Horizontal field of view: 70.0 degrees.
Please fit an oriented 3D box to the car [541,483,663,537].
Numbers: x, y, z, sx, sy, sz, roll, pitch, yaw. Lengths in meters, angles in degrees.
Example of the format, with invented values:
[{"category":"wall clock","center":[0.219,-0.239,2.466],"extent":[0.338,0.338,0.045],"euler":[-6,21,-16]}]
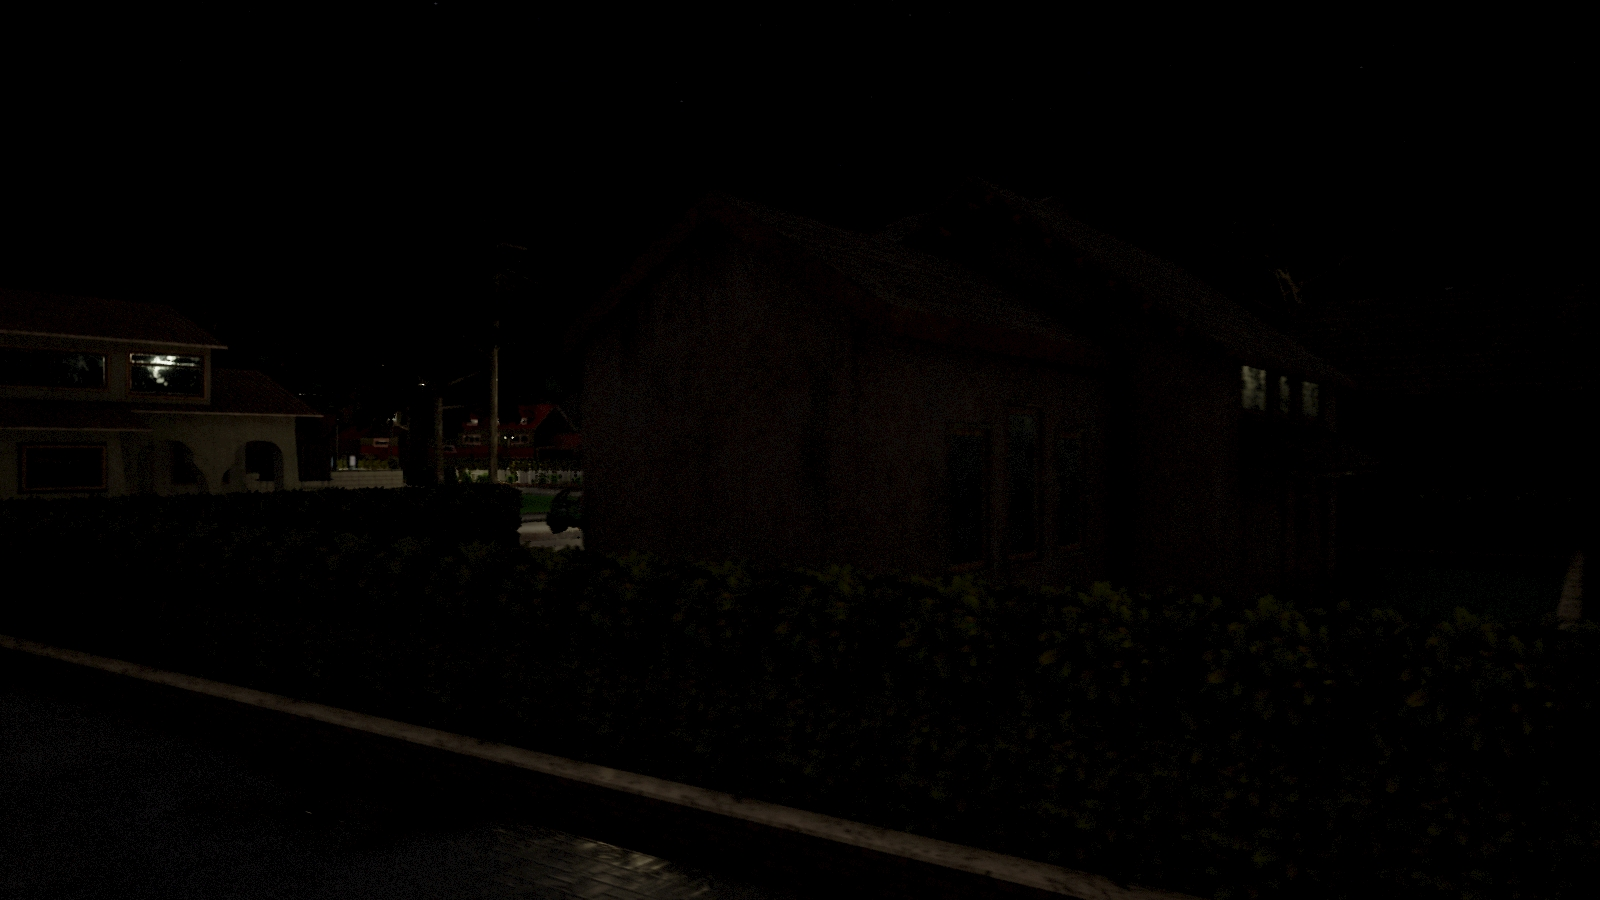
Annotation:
[{"category":"car","center":[-6.742,2.006,39.301],"extent":[1.851,1.617,3.988],"euler":[0,0,35]}]
